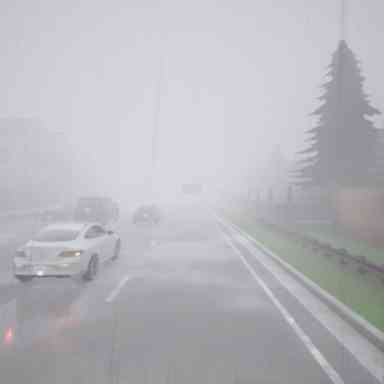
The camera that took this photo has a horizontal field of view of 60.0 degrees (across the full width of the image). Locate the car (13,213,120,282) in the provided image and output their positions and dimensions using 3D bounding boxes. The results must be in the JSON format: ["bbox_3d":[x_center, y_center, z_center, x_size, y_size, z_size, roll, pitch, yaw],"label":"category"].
[{"bbox_3d":[-3.415,1.580,9.785,1.812,1.442,4.674,0,0,0],"label":"car"}]

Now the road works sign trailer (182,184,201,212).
[{"bbox_3d":[0.000,0.700,42.920,2.380,3.560,2.880,0,0,0],"label":"road works sign trailer"}]

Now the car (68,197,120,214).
[{"bbox_3d":[-6.900,1.357,24.594,2.150,2.045,5.566,0,0,0],"label":"car"}]

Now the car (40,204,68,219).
[{"bbox_3d":[-10.414,1.671,26.487,1.812,1.442,4.674,0,0,0],"label":"car"}]

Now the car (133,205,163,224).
[{"bbox_3d":[-3.400,1.708,26.142,1.994,1.385,4.181,0,0,0],"label":"car"}]
